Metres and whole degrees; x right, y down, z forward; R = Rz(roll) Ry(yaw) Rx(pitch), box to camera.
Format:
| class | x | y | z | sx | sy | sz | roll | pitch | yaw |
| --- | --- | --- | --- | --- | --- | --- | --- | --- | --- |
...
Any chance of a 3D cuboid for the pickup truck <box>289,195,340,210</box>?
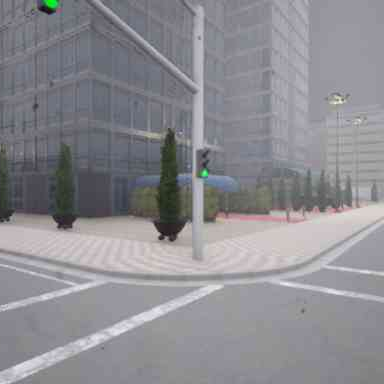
| class | x | y | z | sx | sy | sz | roll | pitch | yaw |
| --- | --- | --- | --- | --- | --- | --- | --- | --- | --- |
| pickup truck | 14.885 | 1.035 | 40.089 | 6.274 | 2.098 | 2.390 | 0 | 0 | -24 |
